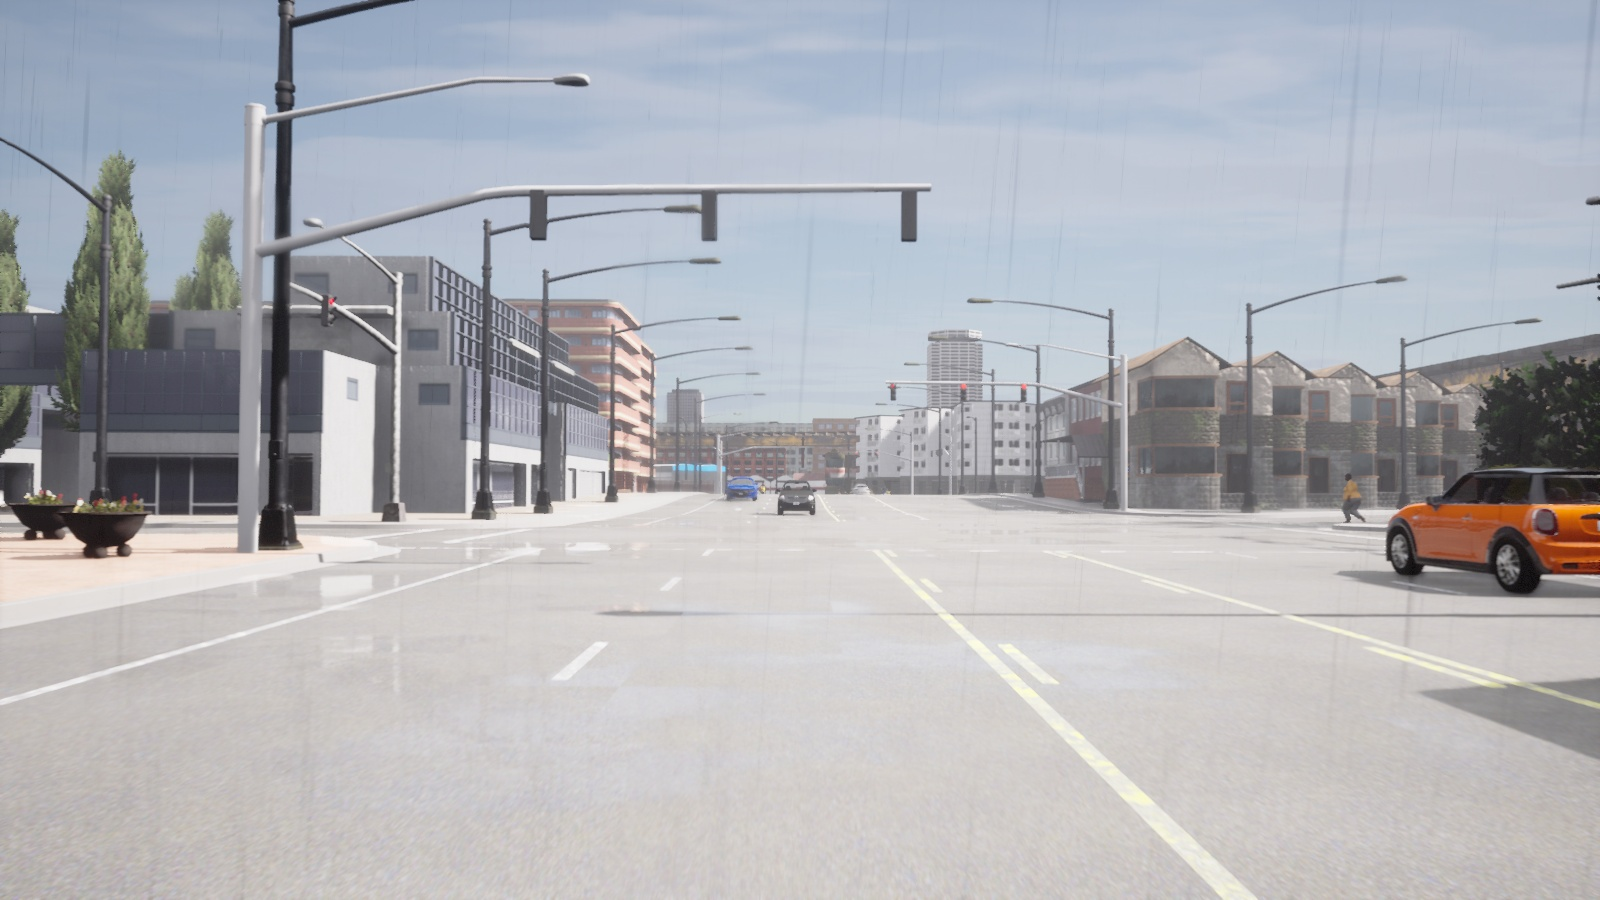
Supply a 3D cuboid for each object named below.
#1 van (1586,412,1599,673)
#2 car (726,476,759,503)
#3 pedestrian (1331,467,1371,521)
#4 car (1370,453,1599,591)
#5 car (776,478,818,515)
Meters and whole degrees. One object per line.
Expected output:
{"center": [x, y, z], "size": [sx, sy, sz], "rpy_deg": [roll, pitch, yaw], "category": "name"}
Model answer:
{"center": [6.981, 0.666, 7.481], "size": [1.775, 1.987, 4.442], "rpy_deg": [0, -1, 0], "category": "van"}
{"center": [-3.692, 2.526, 81.162], "size": [1.882, 1.535, 5.008], "rpy_deg": [0, 0, 0], "category": "car"}
{"center": [19.118, 1.515, 43.557], "size": [0.874, 1.855, 0.900], "rpy_deg": [1, -2, -29], "category": "pedestrian"}
{"center": [10.455, 0.971, 18.418], "size": [2.097, 1.767, 4.553], "rpy_deg": [0, -1, 0], "category": "car"}
{"center": [-0.136, 2.124, 57.587], "size": [1.851, 1.617, 3.988], "rpy_deg": [0, -2, 0], "category": "car"}
